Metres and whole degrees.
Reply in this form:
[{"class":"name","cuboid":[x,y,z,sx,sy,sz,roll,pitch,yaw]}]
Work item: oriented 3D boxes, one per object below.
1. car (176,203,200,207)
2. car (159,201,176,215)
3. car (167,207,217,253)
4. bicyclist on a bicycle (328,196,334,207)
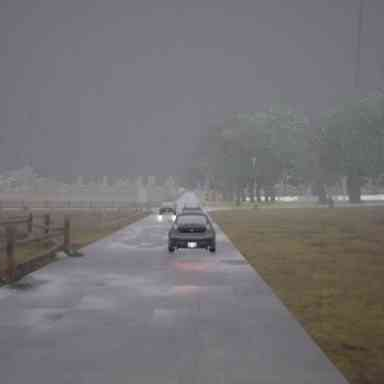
[{"class":"car","cuboid":[-0.003,1.750,29.306,2.128,1.511,4.902,0,0,0]},{"class":"car","cuboid":[-2.764,1.814,39.260,1.882,1.535,5.008,0,-1,0]},{"class":"car","cuboid":[0.001,1.639,14.305,1.837,1.490,4.892,0,0,0]},{"class":"bicyclist on a bicycle","cuboid":[19.885,1.398,47.737,0.582,1.620,1.656,-1,-1,0]}]
